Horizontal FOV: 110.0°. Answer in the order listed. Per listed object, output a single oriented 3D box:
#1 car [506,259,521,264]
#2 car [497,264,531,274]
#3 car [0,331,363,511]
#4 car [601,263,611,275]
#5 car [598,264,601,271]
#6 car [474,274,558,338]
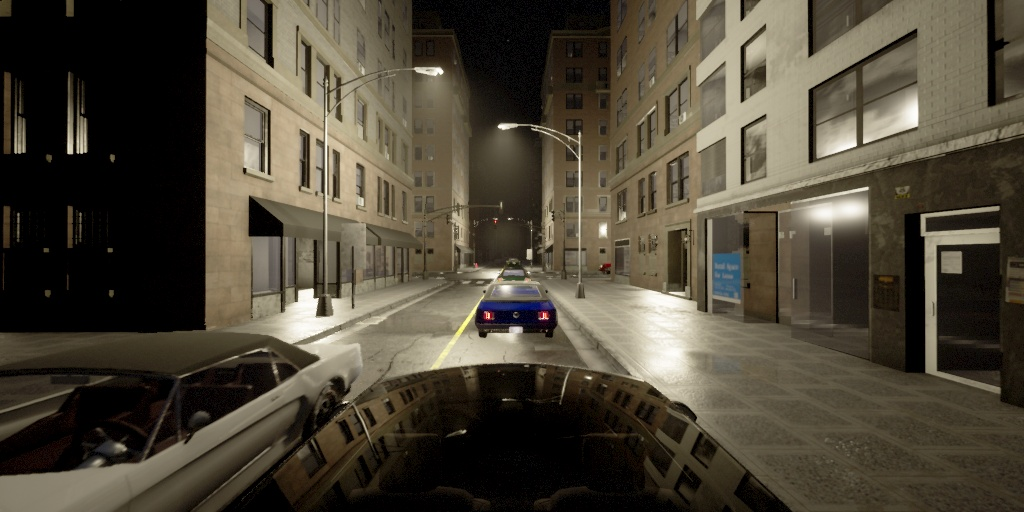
[{"bbox_3d":[0.212,1.172,55.208,2.097,1.767,4.553,0,0,-2],"label":"car"},{"bbox_3d":[0.093,1.327,20.064,1.994,1.385,4.181,0,0,0],"label":"car"},{"bbox_3d":[-2.856,1.351,2.450,1.895,1.301,4.718,0,0,-1],"label":"car"},{"bbox_3d":[12.445,1.337,37.427,5.357,1.411,2.033,0,0,0],"label":"car"},{"bbox_3d":[12.257,1.115,39.961,5.009,1.841,2.192,0,0,0],"label":"car"},{"bbox_3d":[0.099,1.355,10.175,1.895,1.301,4.718,0,0,0],"label":"car"}]
